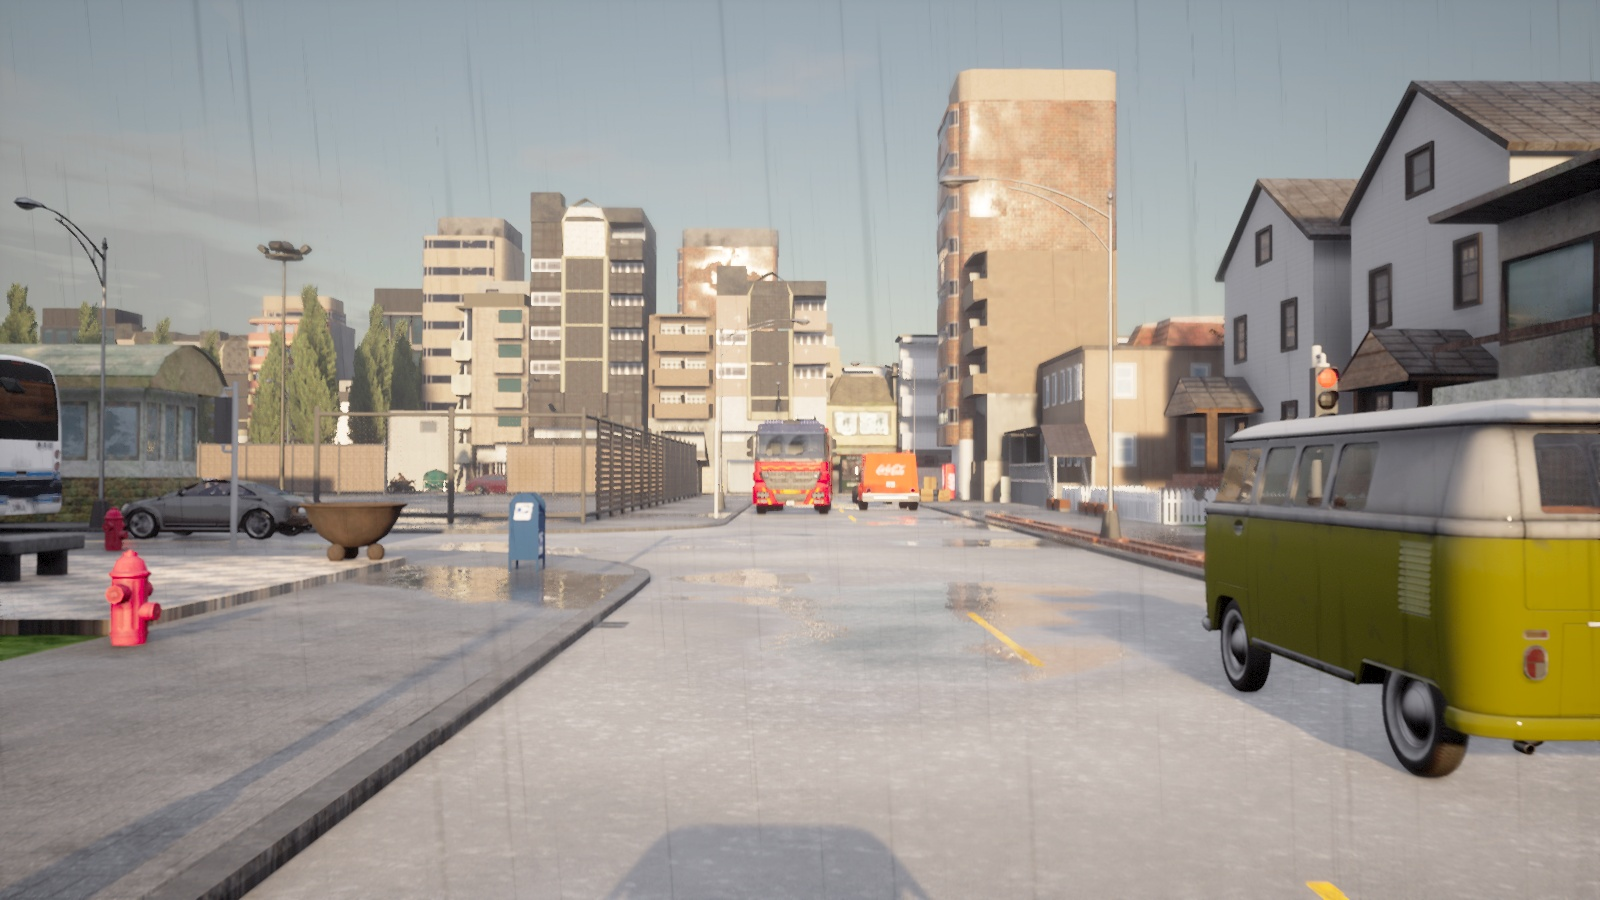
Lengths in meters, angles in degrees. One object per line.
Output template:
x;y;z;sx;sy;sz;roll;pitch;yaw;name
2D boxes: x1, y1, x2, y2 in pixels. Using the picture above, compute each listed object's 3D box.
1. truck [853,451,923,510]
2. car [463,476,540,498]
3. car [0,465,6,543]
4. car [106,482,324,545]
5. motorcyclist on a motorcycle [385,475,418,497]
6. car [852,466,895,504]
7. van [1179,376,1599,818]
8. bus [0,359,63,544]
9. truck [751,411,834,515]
3.756;1.307;54.747;2.627;2.467;5.204;0;-1;-1;truck
-19.720;2.424;83.167;4.674;1.442;1.812;0;-1;0;car
-19.395;1.136;25.604;5.027;1.651;2.152;0;-1;-1;car
-13.667;1.469;29.512;4.181;1.385;1.994;0;-1;1;car
-27.645;2.484;87.120;2.044;1.523;0.797;0;-1;0;motorcyclist on a motorcycle
3.727;1.763;64.478;1.905;1.878;3.866;0;-1;-1;car
3.970;0.696;7.893;1.775;1.987;4.442;0;-1;-1;van
-23.566;0.067;29.439;10.273;4.253;3.944;0;-1;1;bus
-0.155;0.565;50.522;2.891;3.827;8.468;0;-1;3;truck
